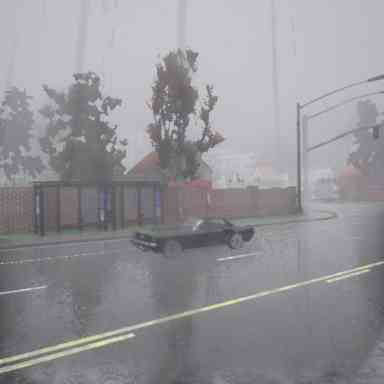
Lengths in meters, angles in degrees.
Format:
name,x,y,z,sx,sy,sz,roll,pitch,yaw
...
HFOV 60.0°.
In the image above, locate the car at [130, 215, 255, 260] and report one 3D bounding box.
name,x,y,z,sx,sy,sz,roll,pitch,yaw
car,0.098,1.589,12.637,4.718,1.301,1.895,0,0,-35
